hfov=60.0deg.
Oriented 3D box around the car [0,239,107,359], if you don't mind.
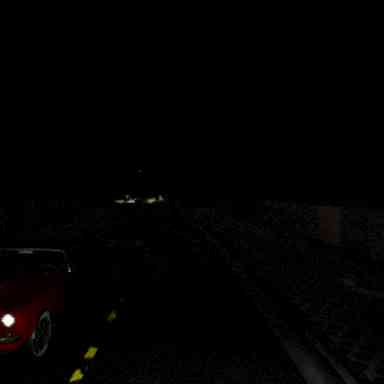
[{"bbox_3d":[-2.987,1.630,6.103,1.895,1.301,4.718,0,0,-2],"label":"car"}]
